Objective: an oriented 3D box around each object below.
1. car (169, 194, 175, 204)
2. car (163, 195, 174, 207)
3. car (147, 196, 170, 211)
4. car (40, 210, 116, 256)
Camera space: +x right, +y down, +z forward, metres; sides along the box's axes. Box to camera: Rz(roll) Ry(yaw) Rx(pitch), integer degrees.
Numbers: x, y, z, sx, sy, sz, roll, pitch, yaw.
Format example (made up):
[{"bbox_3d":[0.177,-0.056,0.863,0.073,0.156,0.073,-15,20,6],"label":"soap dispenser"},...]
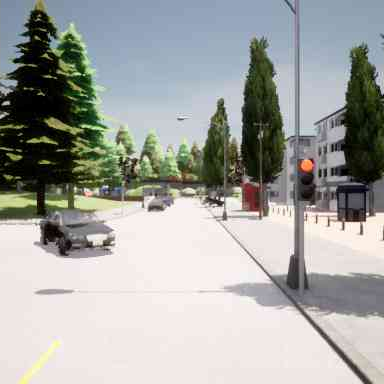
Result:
[{"bbox_3d":[-4.146,1.505,60.053,1.837,1.490,4.892,0,0,0],"label":"car"},{"bbox_3d":[-4.174,1.564,50.061,1.994,1.385,4.181,0,0,0],"label":"car"},{"bbox_3d":[-4.171,1.547,40.123,2.033,1.411,5.357,0,0,0],"label":"car"},{"bbox_3d":[-4.683,1.492,13.346,2.128,1.511,4.902,1,-1,-37],"label":"car"}]
